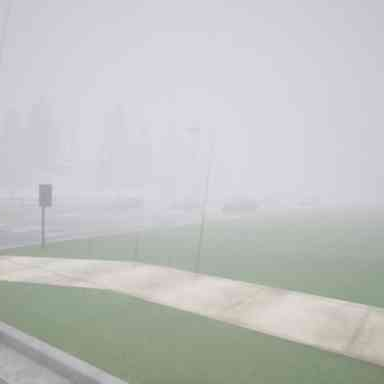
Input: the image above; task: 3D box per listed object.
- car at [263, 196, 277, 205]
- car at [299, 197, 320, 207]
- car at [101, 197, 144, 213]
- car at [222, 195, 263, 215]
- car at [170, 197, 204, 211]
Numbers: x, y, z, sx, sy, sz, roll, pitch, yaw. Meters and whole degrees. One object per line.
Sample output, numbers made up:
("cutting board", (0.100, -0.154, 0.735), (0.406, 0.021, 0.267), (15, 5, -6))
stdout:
("car", (12.099, 1.370, 54.131), (2.033, 1.411, 5.357), (1, 0, 36))
("car", (17.702, 1.426, 49.935), (2.033, 1.411, 5.357), (1, 0, 36))
("car", (-7.053, 1.275, 34.120), (2.128, 1.511, 4.902), (1, 0, 36))
("car", (4.759, 1.352, 32.466), (1.882, 1.535, 5.008), (1, 0, 36))
("car", (-0.470, 1.341, 37.150), (1.812, 1.442, 4.674), (1, 0, 36))
